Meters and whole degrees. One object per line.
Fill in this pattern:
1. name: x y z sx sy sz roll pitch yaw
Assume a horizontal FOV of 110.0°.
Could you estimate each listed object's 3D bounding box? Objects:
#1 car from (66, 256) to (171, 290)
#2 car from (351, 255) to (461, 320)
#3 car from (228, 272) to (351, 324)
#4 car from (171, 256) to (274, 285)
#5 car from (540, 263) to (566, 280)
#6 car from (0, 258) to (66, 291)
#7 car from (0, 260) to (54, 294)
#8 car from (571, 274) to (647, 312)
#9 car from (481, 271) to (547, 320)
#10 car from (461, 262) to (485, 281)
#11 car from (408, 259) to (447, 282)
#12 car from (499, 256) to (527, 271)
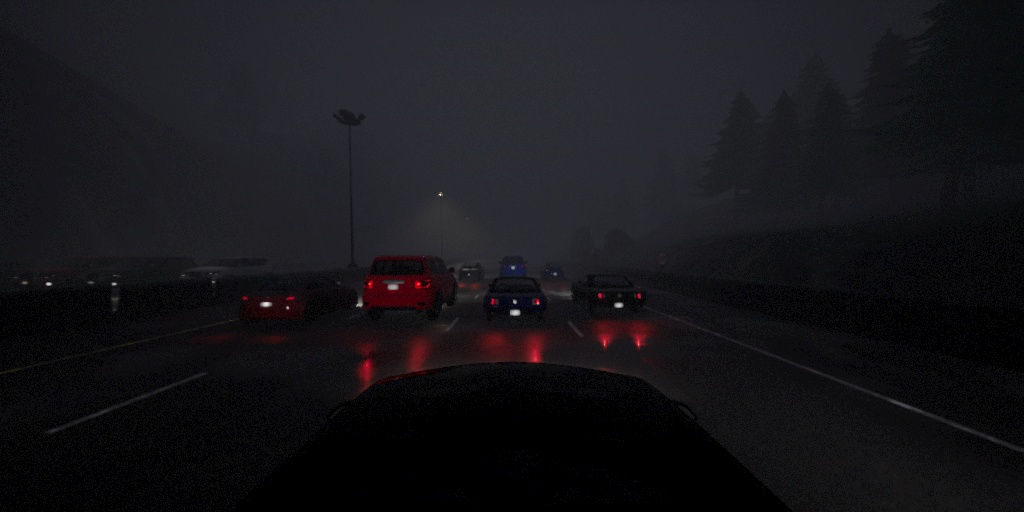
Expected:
1. car: -21.063 1.008 20.699 2.150 2.045 5.566 0 0 0
2. car: -3.403 0.990 12.934 2.150 2.045 5.566 0 0 0
3. car: -6.903 1.332 12.069 1.994 1.385 4.181 0 0 0
4. car: -17.548 1.010 22.525 2.150 2.045 5.566 0 0 1
5. car: 3.592 1.319 32.090 1.812 1.442 4.674 0 0 0
6. car: -24.562 1.009 20.848 2.150 2.045 5.566 0 0 0
7. car: -28.072 1.133 18.857 2.097 1.767 4.553 0 0 0
8. car: 3.597 1.372 14.278 1.895 1.301 4.718 0 0 0
9. car: 0.096 1.369 12.695 1.895 1.301 4.718 0 0 0
10. car: -3.408 1.286 30.926 2.128 1.511 4.902 0 0 0
11. car: -6.908 1.147 29.821 2.097 1.767 4.553 0 0 0
12. car: 0.092 1.015 30.481 2.150 2.045 5.566 0 0 0
